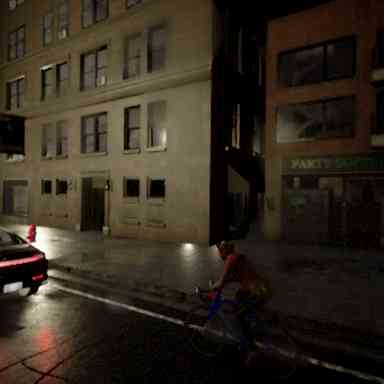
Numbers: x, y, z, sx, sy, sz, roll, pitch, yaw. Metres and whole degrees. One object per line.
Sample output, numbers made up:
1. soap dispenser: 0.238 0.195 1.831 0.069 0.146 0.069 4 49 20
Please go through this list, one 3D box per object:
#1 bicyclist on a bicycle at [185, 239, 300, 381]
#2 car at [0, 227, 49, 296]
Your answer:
1. bicyclist on a bicycle: 0.569 1.451 4.265 1.656 1.620 0.582 0 0 36
2. car: -5.144 1.483 7.383 4.902 1.511 2.128 0 0 36
